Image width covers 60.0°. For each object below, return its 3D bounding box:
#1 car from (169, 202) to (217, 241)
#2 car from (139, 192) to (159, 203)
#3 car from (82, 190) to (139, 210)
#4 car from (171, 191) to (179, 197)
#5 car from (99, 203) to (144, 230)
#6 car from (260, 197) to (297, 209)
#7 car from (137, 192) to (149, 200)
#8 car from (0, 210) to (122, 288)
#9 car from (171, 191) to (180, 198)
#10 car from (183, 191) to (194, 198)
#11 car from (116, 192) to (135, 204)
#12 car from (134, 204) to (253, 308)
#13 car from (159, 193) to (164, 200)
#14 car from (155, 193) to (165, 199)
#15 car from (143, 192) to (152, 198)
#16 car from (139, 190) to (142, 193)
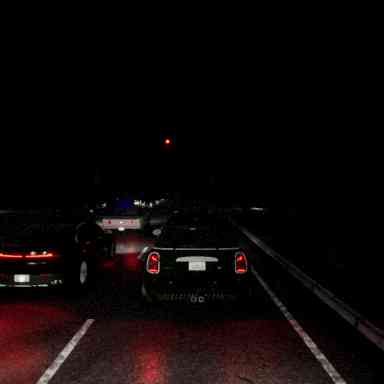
[{"bbox_3d":[0.057,1.388,17.237,2.128,1.511,4.902,0,0,1],"label":"car"},{"bbox_3d":[-7.211,1.105,55.967,2.033,1.411,5.357,0,1,0],"label":"car"},{"bbox_3d":[-6.693,1.030,27.189,2.150,2.045,5.566,-1,0,15],"label":"car"},{"bbox_3d":[-4.937,0.541,95.504,1.837,1.490,4.892,0,1,-7],"label":"car"},{"bbox_3d":[-3.439,1.487,18.413,1.895,1.301,4.718,0,1,0],"label":"car"},{"bbox_3d":[10.082,1.271,38.936,4.181,1.385,1.994,0,0,-5],"label":"car"},{"bbox_3d":[-10.747,0.894,73.484,2.128,1.511,4.902,0,1,-1],"label":"car"},{"bbox_3d":[-3.417,1.468,9.093,1.837,1.490,4.892,0,0,0],"label":"car"},{"bbox_3d":[-4.157,0.681,85.345,1.882,1.535,5.008,0,1,-4],"label":"car"},{"bbox_3d":[-0.698,0.707,86.045,1.812,1.442,4.674,0,1,-4],"label":"car"},{"bbox_3d":[-10.707,0.928,53.818,2.097,1.767,4.553,0,0,0],"label":"car"},{"bbox_3d":[0.087,1.323,8.041,2.097,1.767,4.553,0,0,0],"label":"car"},{"bbox_3d":[-7.185,1.005,66.035,2.033,1.411,5.357,0,1,1],"label":"car"},{"bbox_3d":[-7.318,0.870,76.462,2.033,1.411,5.357,0,1,-1],"label":"car"},{"bbox_3d":[-11.085,0.749,83.705,1.812,1.442,4.674,0,1,-2],"label":"car"},{"bbox_3d":[-10.694,0.709,63.259,2.150,2.045,5.566,0,1,0],"label":"car"}]
